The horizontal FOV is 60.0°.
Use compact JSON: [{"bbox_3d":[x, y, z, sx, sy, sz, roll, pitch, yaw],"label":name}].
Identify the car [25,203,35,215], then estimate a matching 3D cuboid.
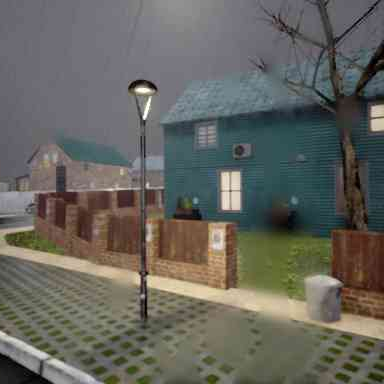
[{"bbox_3d":[-10.185,0.928,25.190,1.812,1.442,4.674,-1,1,29],"label":"car"}]
